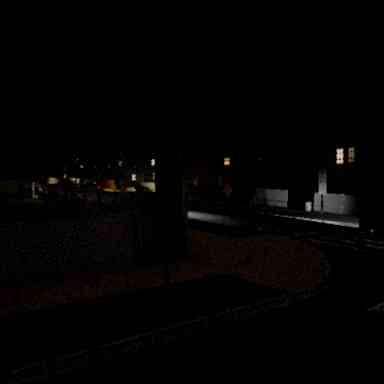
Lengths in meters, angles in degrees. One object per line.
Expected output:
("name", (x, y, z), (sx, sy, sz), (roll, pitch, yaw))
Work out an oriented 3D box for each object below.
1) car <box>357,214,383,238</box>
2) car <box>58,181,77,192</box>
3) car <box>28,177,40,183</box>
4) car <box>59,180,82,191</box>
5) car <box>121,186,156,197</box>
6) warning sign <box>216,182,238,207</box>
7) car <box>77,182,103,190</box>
("car", (8.410, 1.384, 12.520), (1.895, 1.301, 4.718), (2, 5, -7))
("car", (-16.463, -0.701, 43.789), (1.882, 1.535, 5.008), (0, 3, -35))
("car", (-39.057, -2.965, 82.011), (2.097, 1.767, 4.553), (-3, 4, -35))
("car", (-19.227, -1.039, 52.493), (2.033, 1.411, 5.357), (0, 3, -35))
("car", (-4.069, 0.333, 26.227), (2.128, 1.511, 4.902), (0, 3, -35))
("warning sign", (2.703, 0.164, 25.883), (1.300, 1.860, 1.060), (-3, 2, -35))
("car", (-13.287, -0.579, 44.212), (1.812, 1.442, 4.674), (0, 3, -35))
